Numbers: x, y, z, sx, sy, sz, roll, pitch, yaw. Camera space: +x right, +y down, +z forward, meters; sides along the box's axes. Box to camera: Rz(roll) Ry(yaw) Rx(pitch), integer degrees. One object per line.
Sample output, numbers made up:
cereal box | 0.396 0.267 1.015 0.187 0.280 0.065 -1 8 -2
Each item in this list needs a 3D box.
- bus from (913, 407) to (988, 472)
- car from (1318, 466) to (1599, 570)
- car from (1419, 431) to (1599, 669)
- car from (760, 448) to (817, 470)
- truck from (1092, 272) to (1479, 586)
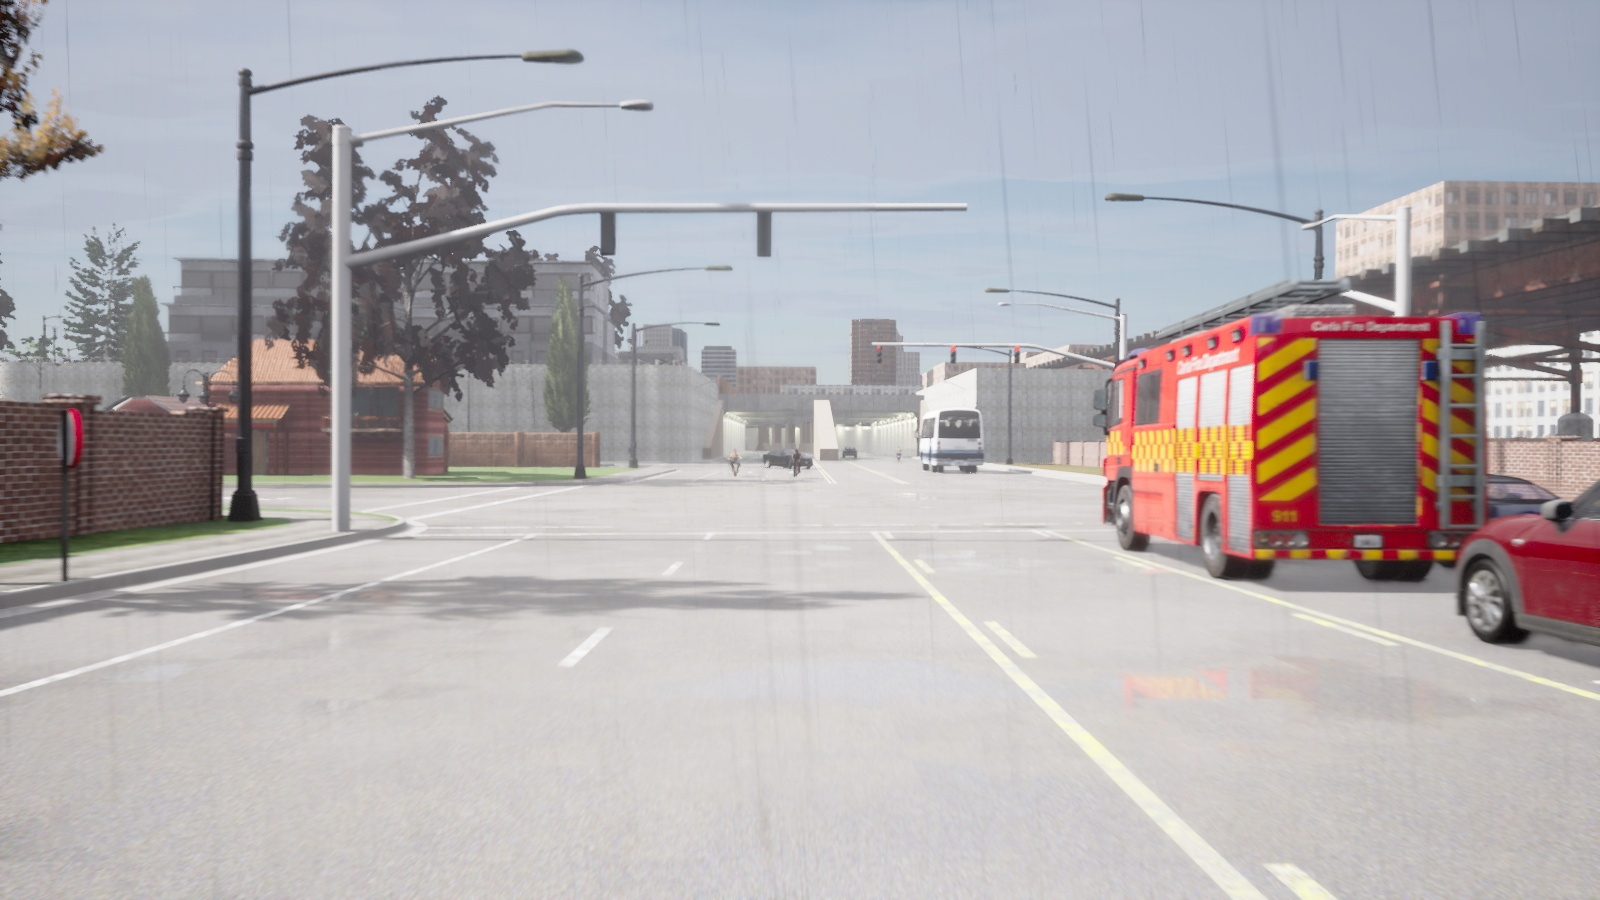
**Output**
bus | 10.283 -0.701 86.939 3.944 4.253 10.273 0 0 0
car | 10.453 0.982 20.177 2.033 1.411 5.357 0 0 0
car | 6.976 0.740 9.727 2.097 1.767 4.553 0 0 0
car | -0.867 0.654 94.403 1.882 1.535 5.008 0 0 -33
truck | 6.916 -0.223 19.584 2.891 3.827 8.468 0 0 1
